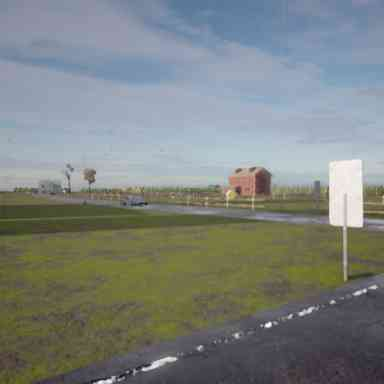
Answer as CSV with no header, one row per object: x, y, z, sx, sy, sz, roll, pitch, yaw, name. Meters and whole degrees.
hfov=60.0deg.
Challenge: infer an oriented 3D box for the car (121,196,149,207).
-7.755,1.250,44.699,2.033,1.411,5.357,-1,1,-37,car
